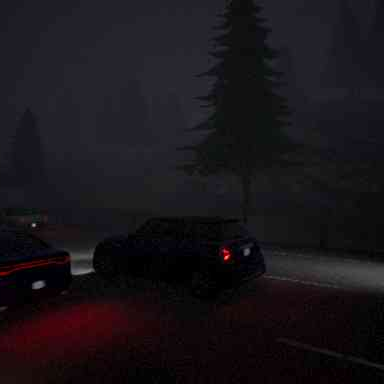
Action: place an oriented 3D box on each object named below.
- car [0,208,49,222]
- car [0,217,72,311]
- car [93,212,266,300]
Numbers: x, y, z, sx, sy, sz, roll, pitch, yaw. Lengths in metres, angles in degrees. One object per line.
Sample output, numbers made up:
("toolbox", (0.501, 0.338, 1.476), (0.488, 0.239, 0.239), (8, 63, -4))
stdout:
("car", (-10.852, 1.602, 20.323), (4.718, 1.301, 1.895), (0, 0, 35))
("car", (-4.757, 1.500, 7.381), (5.008, 1.535, 1.882), (0, 0, 35))
("car", (-0.508, 1.369, 8.652), (4.553, 1.767, 2.097), (0, 0, 35))
